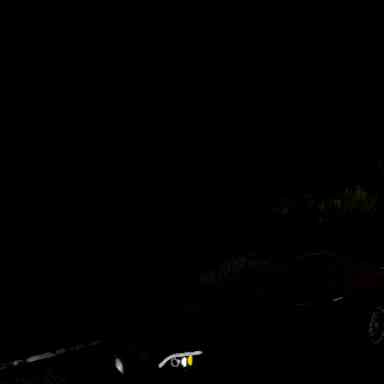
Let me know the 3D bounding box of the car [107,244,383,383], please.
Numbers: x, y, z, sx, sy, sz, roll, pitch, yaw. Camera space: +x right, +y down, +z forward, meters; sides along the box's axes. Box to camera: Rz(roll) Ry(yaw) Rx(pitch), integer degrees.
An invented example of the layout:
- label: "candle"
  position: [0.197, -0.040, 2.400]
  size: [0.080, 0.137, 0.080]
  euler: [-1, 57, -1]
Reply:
- label: "car"
  position: [1.145, 1.552, 4.829]
  size: [4.674, 1.442, 1.812]
  euler: [1, 0, -35]
